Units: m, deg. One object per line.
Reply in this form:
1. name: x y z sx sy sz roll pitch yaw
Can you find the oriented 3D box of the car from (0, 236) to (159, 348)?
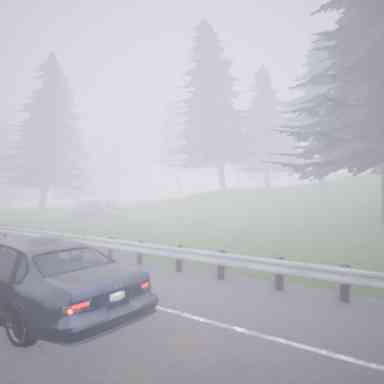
1. car: -3.099 1.574 6.342 5.357 1.411 2.033 0 0 37
